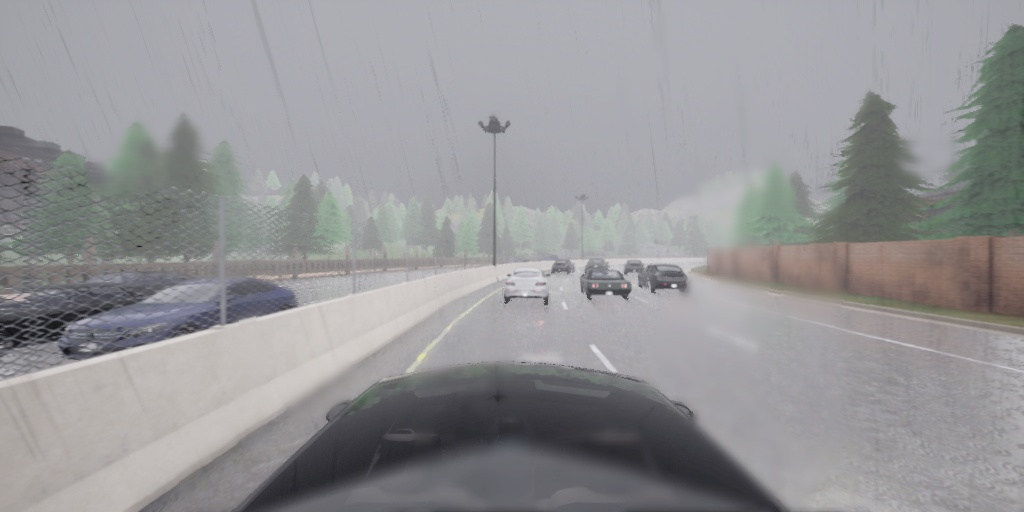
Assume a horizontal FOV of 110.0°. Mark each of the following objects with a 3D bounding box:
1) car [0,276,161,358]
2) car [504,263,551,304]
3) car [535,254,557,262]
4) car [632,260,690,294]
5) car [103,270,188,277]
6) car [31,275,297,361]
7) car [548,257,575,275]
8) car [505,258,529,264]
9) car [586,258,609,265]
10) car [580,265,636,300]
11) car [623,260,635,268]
[{"bbox_3d":[-10.526,1.326,8.188,1.895,1.301,4.718,0,0,1],"label":"car"},{"bbox_3d":[0.731,1.222,16.067,1.812,1.442,4.674,0,0,6],"label":"car"},{"bbox_3d":[5.442,0.770,55.430,2.150,2.045,5.566,0,0,29],"label":"car"},{"bbox_3d":[8.266,1.188,19.918,1.837,1.490,4.892,0,0,8],"label":"car"},{"bbox_3d":[-13.861,1.253,13.350,2.033,1.411,5.357,0,0,3],"label":"car"},{"bbox_3d":[-6.968,1.251,8.263,1.812,1.442,4.674,0,0,2],"label":"car"},{"bbox_3d":[5.439,1.121,37.522,1.837,1.490,4.892,0,0,19],"label":"car"},{"bbox_3d":[1.094,1.043,54.546,2.128,1.511,4.902,0,0,27],"label":"car"},{"bbox_3d":[8.648,0.973,36.058,2.097,1.767,4.553,0,0,18],"label":"car"},{"bbox_3d":[4.379,1.292,17.452,1.895,1.301,4.718,0,0,6],"label":"car"},{"bbox_3d":[12.309,1.127,35.984,1.837,1.490,4.892,0,0,19],"label":"car"}]
